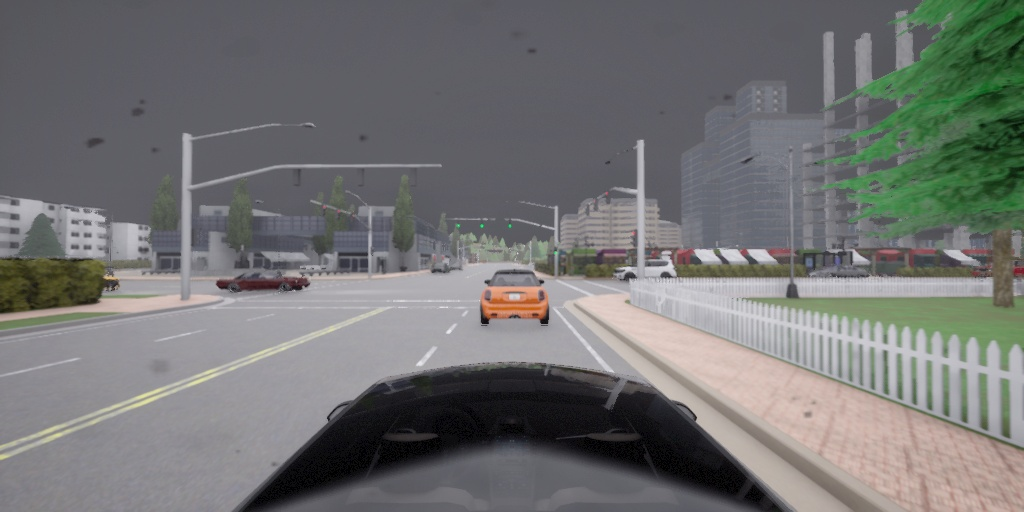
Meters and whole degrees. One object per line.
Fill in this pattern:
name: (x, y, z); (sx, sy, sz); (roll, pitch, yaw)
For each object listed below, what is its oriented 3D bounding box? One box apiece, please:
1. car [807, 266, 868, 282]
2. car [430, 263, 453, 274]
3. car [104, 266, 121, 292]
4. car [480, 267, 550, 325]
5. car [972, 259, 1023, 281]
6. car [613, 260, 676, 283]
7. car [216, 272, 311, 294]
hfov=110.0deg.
car: (30.698, 1.664, 33.875); (4.902, 1.511, 2.128); (0, -1, -1)
car: (-10.598, 1.778, 52.962); (2.097, 1.767, 4.553); (0, -1, 0)
car: (-27.087, 1.497, 21.953); (5.008, 1.535, 1.882); (0, -1, -1)
car: (0.087, 1.246, 12.580); (2.097, 1.767, 4.553); (0, -1, 0)
car: (47.586, 1.310, 34.215); (5.566, 2.045, 2.150); (0, -1, -1)
car: (12.321, 1.385, 33.419); (5.566, 2.045, 2.150); (-1, -1, -1)
car: (-15.196, 1.622, 22.196); (4.718, 1.301, 1.895); (0, -1, -5)
